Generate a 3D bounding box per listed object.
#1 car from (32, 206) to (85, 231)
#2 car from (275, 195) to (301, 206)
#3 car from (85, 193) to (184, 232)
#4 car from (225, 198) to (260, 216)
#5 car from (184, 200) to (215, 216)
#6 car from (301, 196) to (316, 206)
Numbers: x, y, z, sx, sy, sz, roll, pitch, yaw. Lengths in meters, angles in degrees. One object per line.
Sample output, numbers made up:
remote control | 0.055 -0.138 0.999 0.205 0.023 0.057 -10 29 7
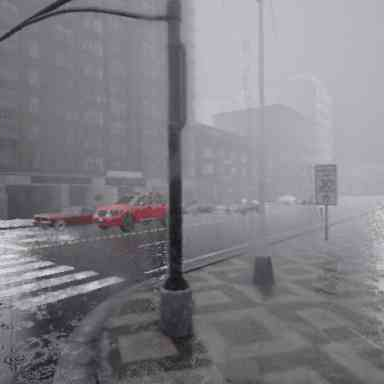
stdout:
car | -7.044 1.523 20.130 1.895 1.301 4.718 0 0 37
car | 13.494 1.219 47.430 1.812 1.442 4.674 0 0 37
car | -3.198 1.108 19.849 2.150 2.045 5.566 0 0 37
car | 4.845 1.319 30.584 1.812 1.442 4.674 0 0 37
car | 0.297 1.400 29.935 1.994 1.385 4.181 0 0 37
car | 16.815 1.211 46.420 2.033 1.411 5.357 0 0 37
